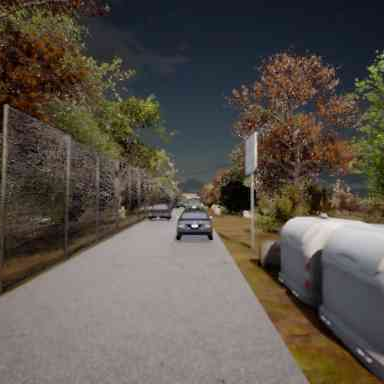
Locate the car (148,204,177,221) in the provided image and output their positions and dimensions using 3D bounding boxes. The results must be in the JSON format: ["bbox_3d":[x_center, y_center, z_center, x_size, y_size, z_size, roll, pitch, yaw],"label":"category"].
[{"bbox_3d":[-2.770,1.796,29.856,2.033,1.411,5.357,0,-1,0],"label":"car"}]

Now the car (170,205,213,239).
[{"bbox_3d":[0.132,1.643,17.910,2.033,1.411,5.357,0,-1,0],"label":"car"}]

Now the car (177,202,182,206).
[{"bbox_3d":[-2.361,2.826,70.484,2.033,1.411,5.357,0,-2,1],"label":"car"}]

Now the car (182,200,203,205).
[{"bbox_3d":[0.232,1.750,38.581,2.097,1.767,4.553,0,-1,0],"label":"car"}]
